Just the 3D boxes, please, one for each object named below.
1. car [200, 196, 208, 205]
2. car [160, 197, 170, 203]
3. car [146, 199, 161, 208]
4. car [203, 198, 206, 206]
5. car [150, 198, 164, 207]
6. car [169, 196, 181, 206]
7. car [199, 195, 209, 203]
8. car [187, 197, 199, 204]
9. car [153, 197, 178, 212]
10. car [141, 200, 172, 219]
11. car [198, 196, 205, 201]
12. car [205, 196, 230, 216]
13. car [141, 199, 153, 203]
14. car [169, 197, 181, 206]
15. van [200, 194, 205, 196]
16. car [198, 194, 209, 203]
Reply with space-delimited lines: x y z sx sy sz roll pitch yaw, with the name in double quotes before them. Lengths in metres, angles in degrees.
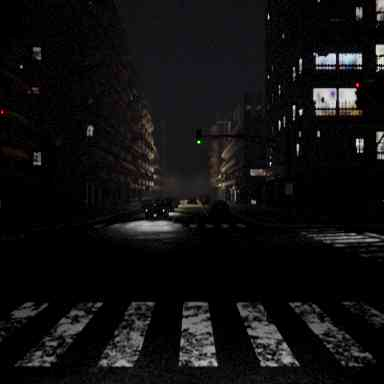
"car" 2.652 1.697 55.152 1.802 1.307 4.206 0 0 0
"car" -5.740 1.700 71.749 1.887 1.381 4.507 0 0 0
"car" -5.724 1.684 49.612 1.802 1.307 4.206 0 0 0
"car" 2.664 1.630 38.549 2.008 1.369 4.403 0 0 0
"car" -5.728 1.681 55.147 1.947 1.339 4.313 0 0 0
"car" -3.127 1.454 49.499 2.097 1.767 4.553 0 0 0
"car" 2.648 1.710 60.686 1.802 1.307 4.206 0 0 0
"car" 0.053 1.686 64.753 2.033 1.411 5.357 0 0 0
"car" -3.122 1.645 39.500 1.994 1.385 4.181 0 0 0
"car" -3.120 1.662 30.381 1.895 1.301 4.718 0 0 0
"car" 2.624 1.758 93.891 1.887 1.381 4.507 0 0 0
"car" 2.669 1.507 33.015 1.967 1.590 4.097 0 0 0
"car" -5.721 1.641 44.078 2.008 1.369 4.403 0 0 0
"car" -3.091 1.631 59.718 1.837 1.490 4.892 0 0 1
"van" 2.645 1.483 66.221 1.690 1.788 3.998 0 0 0
"car" 2.637 1.485 77.289 2.192 1.841 5.009 0 0 0
